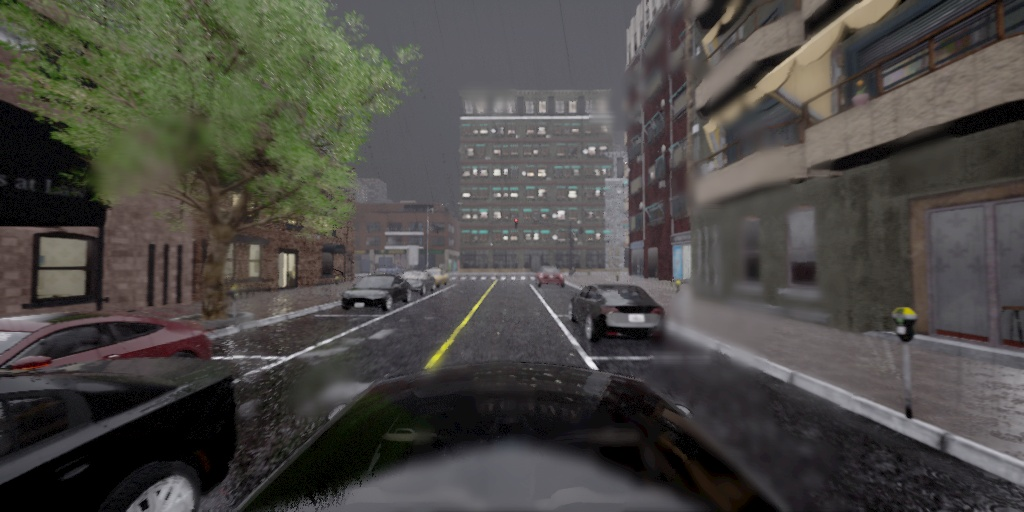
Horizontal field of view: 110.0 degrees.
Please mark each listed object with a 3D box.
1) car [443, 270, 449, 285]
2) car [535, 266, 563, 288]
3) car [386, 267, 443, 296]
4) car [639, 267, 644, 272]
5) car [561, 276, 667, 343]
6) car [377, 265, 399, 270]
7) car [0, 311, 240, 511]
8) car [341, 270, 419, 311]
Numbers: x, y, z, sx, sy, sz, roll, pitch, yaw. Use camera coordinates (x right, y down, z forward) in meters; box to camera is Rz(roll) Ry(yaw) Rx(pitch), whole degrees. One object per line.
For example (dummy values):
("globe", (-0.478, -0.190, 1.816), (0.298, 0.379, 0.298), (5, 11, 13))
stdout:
("car", (-5.836, 1.551, 26.669), (1.751, 1.417, 4.829), (0, 0, 0))
("car", (2.729, 1.467, 26.896), (1.967, 1.591, 4.097), (0, 0, 0))
("car", (-5.663, 1.513, 21.152), (2.007, 1.370, 4.403), (0, 0, 0))
("car", (17.638, 1.484, 42.785), (4.829, 1.417, 1.751), (0, 0, 1))
("car", (2.688, 1.405, 9.840), (1.948, 1.339, 4.313), (0, 0, 0))
("car", (-15.201, 1.895, 45.955), (4.181, 1.385, 1.994), (0, -2, 1))
("car", (-3.100, 1.217, 0.742), (1.882, 1.535, 5.008), (0, -1, 0))
("car", (-5.661, 1.466, 15.465), (1.948, 1.339, 4.313), (0, 0, 0))
